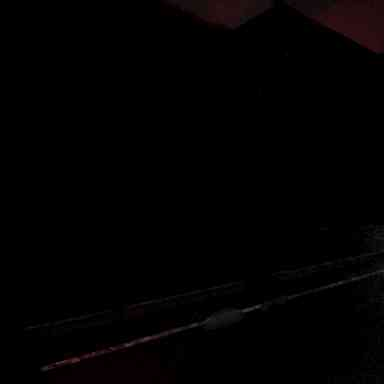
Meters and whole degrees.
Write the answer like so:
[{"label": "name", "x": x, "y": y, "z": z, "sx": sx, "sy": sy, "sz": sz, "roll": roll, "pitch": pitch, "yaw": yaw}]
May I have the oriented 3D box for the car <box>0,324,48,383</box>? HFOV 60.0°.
[{"label": "car", "x": -3.128, "y": 1.532, "z": 1.451, "sx": 4.674, "sy": 1.442, "sz": 1.812, "roll": 0, "pitch": 0, "yaw": -36}]
